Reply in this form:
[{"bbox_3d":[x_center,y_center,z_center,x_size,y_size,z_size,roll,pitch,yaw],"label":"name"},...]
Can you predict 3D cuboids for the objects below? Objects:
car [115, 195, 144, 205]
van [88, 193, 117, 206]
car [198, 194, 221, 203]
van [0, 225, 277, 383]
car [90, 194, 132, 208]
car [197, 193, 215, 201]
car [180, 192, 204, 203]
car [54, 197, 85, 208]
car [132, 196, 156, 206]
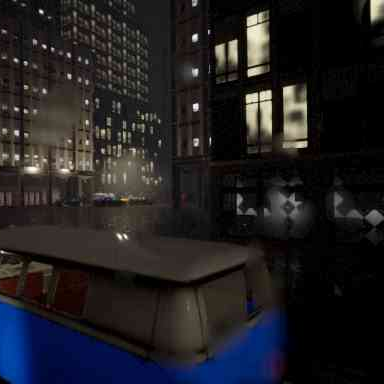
[{"bbox_3d":[-10.327,1.278,54.939,1.752,1.417,4.829,0,0,36],"label":"car"},{"bbox_3d":[-13.560,1.135,50.525,1.690,1.788,3.998,0,0,36],"label":"van"},{"bbox_3d":[3.218,1.101,59.252,2.008,1.369,4.403,0,0,36],"label":"car"},{"bbox_3d":[-1.082,1.342,3.663,3.998,1.788,1.690,0,-1,36],"label":"van"},{"bbox_3d":[-10.107,1.267,41.058,1.887,1.381,4.507,0,0,36],"label":"car"},{"bbox_3d":[3.104,1.016,73.278,1.967,1.590,4.097,0,0,36],"label":"car"},{"bbox_3d":[-0.115,0.909,54.702,2.192,1.841,5.009,0,0,36],"label":"car"},{"bbox_3d":[-16.891,1.403,45.975,1.947,1.339,4.313,0,0,36],"label":"car"},{"bbox_3d":[-6.776,1.230,45.606,2.008,1.369,4.403,0,0,36],"label":"car"}]
